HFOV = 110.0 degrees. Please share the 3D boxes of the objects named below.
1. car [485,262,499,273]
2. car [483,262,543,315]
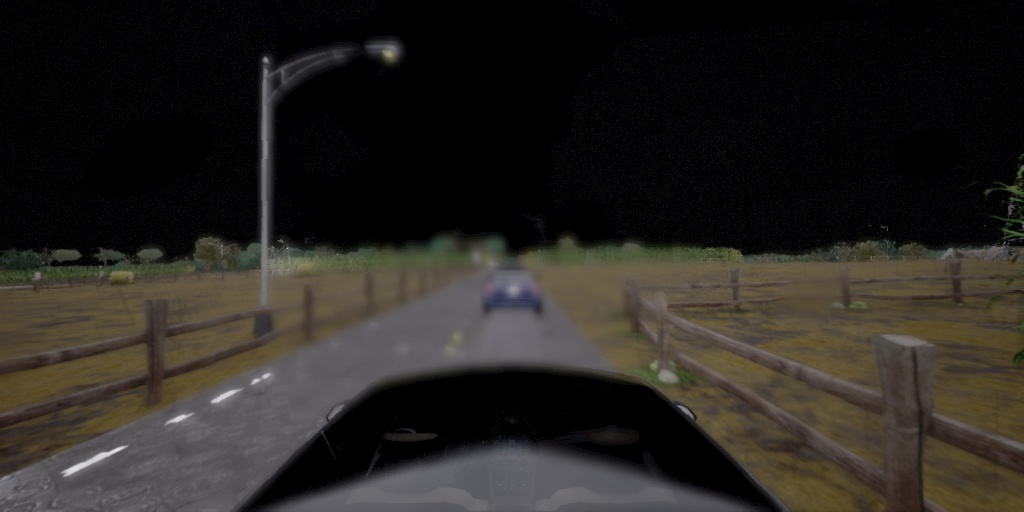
[{"bbox_3d":[-2.835,1.640,51.374,1.812,1.442,4.674,0,0,0],"label":"car"},{"bbox_3d":[0.047,1.215,14.221,2.097,1.767,4.553,0,-1,1],"label":"car"}]
